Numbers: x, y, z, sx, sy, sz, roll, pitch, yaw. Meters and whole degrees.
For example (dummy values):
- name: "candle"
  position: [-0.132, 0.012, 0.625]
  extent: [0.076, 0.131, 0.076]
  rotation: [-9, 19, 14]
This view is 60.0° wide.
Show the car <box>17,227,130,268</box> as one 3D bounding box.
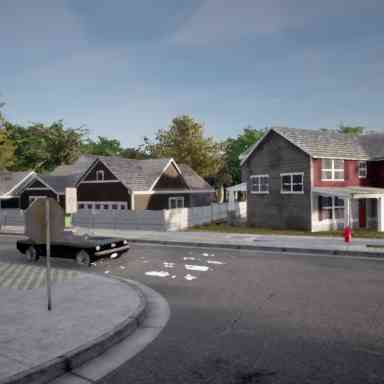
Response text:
- name: "car"
  position: [-4.822, 2.109, 13.428]
  extent: [4.718, 1.301, 1.895]
  rotation: [-2, 0, 30]
